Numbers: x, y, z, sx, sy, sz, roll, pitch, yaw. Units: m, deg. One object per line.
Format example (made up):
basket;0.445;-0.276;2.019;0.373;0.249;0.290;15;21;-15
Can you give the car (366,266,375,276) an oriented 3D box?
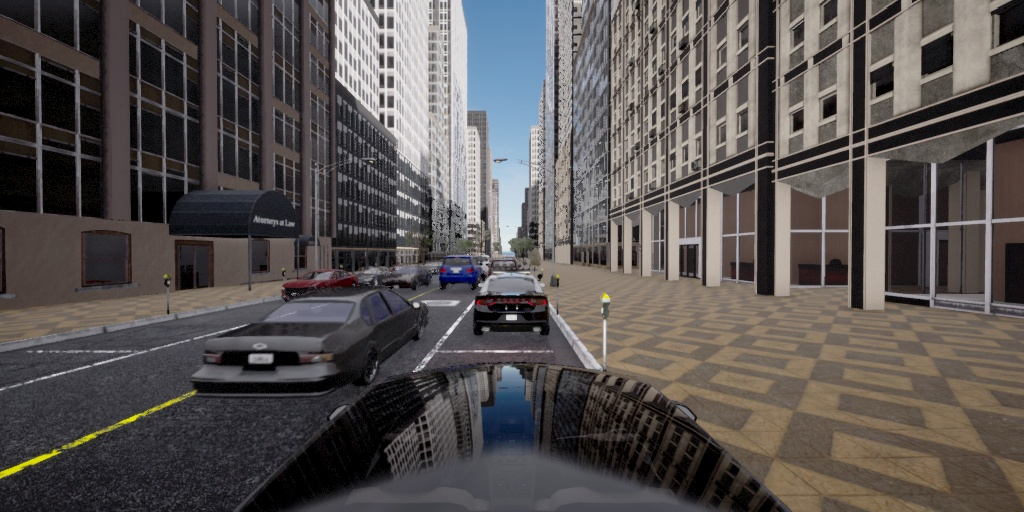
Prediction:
car;-8.838;1.297;22.523;2.007;1.370;4.403;0;0;0

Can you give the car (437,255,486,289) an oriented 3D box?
car;-3.147;0.969;22.886;2.150;2.045;5.566;0;0;0

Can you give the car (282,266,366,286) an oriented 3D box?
car;-8.837;1.292;16.839;1.888;1.381;4.507;0;0;0

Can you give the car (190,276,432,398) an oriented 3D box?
car;-3.054;1.297;6.874;2.033;1.411;5.357;0;0;0

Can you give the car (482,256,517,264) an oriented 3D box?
car;-0.457;1.061;22.523;2.192;1.841;5.009;0;0;0

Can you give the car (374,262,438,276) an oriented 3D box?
car;-6.246;1.294;21.962;2.033;1.411;5.357;0;0;0

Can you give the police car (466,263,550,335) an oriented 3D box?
police car;-0.012;1.173;10.612;1.930;1.638;5.238;0;0;0
